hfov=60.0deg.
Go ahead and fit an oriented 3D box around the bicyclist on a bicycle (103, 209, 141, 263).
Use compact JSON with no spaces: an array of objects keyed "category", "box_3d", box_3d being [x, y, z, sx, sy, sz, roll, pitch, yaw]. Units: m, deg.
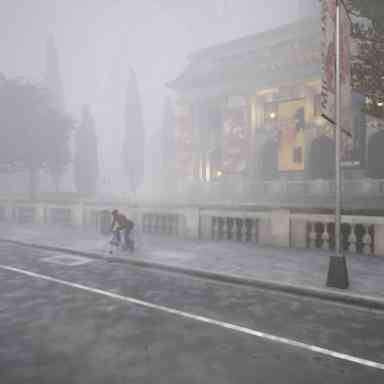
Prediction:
[{"category":"bicyclist on a bicycle","box_3d":[-2.278,1.341,10.700,0.582,1.620,1.656,0,8,35]}]
